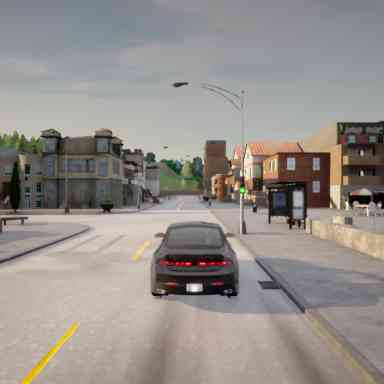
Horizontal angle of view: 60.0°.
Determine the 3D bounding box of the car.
[{"bbox_3d":[0.069,1.505,8.560,1.837,1.490,4.892,0,0,1],"label":"car"}]
